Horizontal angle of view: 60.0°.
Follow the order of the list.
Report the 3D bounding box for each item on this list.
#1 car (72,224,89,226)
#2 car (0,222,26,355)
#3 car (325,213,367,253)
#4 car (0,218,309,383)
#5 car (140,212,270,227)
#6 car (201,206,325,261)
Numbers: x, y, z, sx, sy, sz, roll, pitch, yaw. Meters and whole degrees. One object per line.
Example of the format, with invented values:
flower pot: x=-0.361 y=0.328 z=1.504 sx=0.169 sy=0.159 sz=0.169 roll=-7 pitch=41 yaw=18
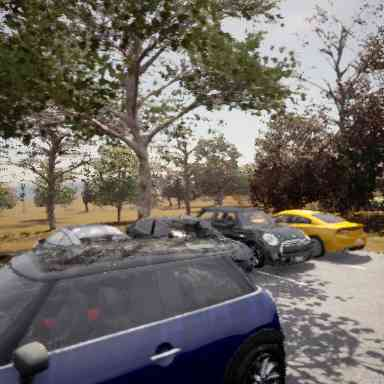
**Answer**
car: x=-2.611 y=1.513 z=8.194 sx=2.002 sy=1.452 sz=4.674 roll=0 pitch=0 yaw=-35
car: x=-4.760 y=1.477 z=6.437 sx=1.946 sy=1.575 sz=5.366 roll=0 pitch=0 yaw=-35
car: x=4.055 y=1.449 z=12.947 sx=2.097 sy=1.535 sz=5.008 roll=0 pitch=0 yaw=-36
car: x=-1.223 y=1.350 z=3.130 sx=4.553 sy=1.767 sz=2.097 roll=0 pitch=0 yaw=-36
car: x=-0.341 y=1.494 z=9.782 sx=2.163 sy=1.488 sz=4.792 roll=0 pitch=0 yaw=-35
car: x=1.777 y=1.332 z=11.367 sx=2.185 sy=1.767 sz=4.553 roll=0 pitch=0 yaw=-36
